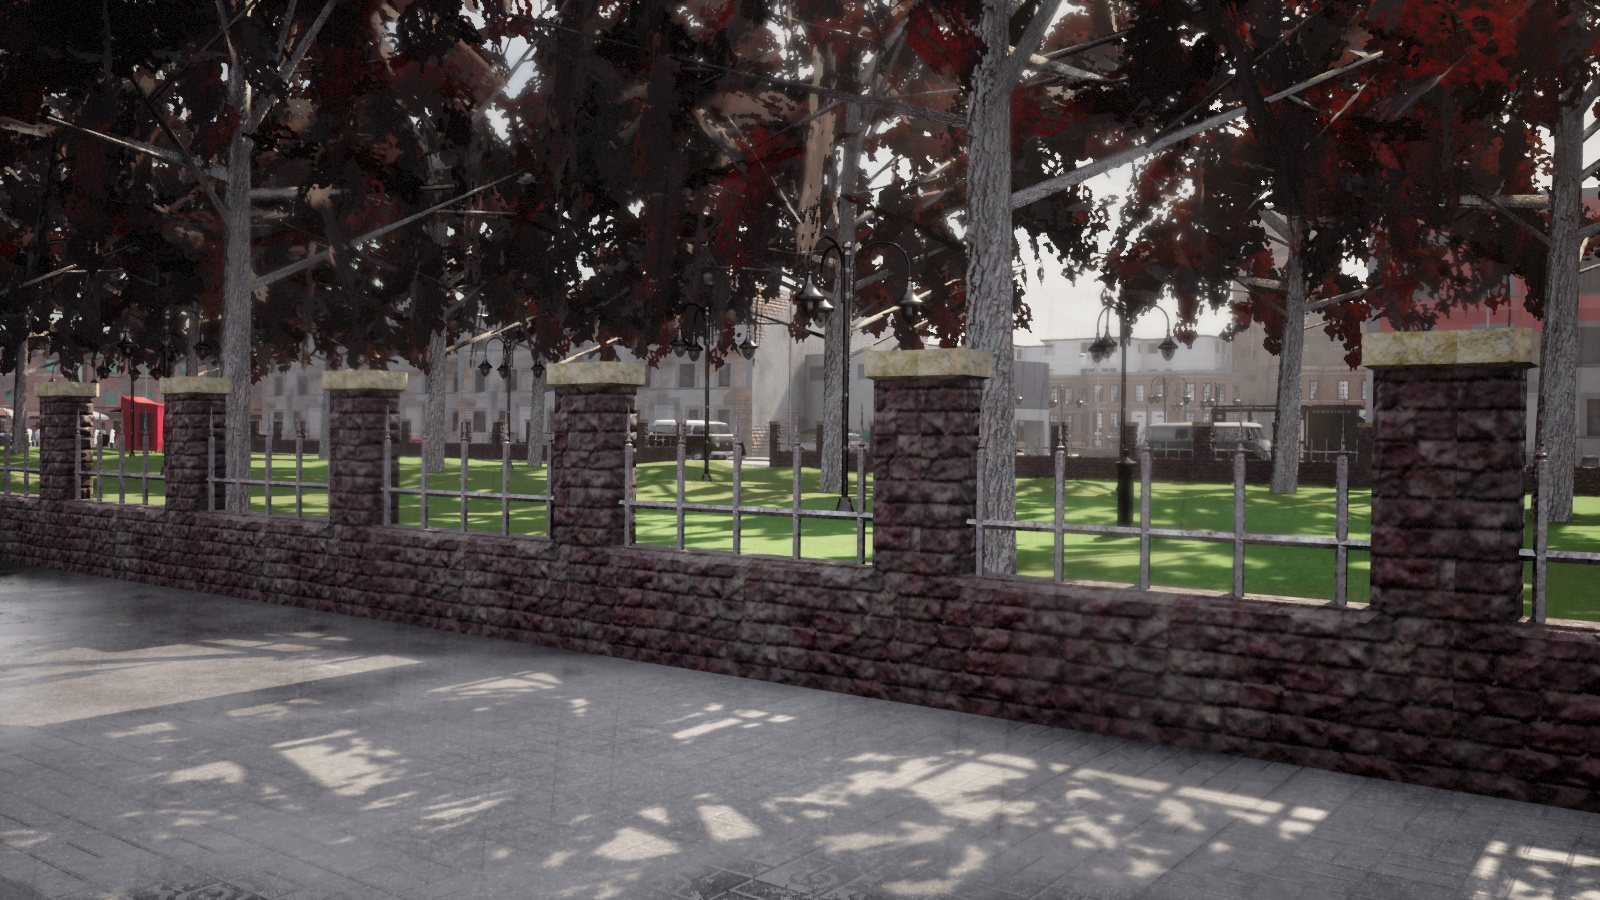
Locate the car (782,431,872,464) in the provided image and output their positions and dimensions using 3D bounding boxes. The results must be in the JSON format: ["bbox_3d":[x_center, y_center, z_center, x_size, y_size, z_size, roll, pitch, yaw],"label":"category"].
[{"bbox_3d":[1.281,-0.128,59.601,3.806,1.475,1.970,0,1,36],"label":"car"}]

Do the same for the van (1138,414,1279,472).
[{"bbox_3d":[14.553,-0.260,44.835,4.442,1.987,1.775,0,1,36],"label":"van"}]

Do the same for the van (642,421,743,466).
[{"bbox_3d":[-5.090,-0.309,59.326,4.480,2.038,2.069,0,1,36],"label":"van"}]
